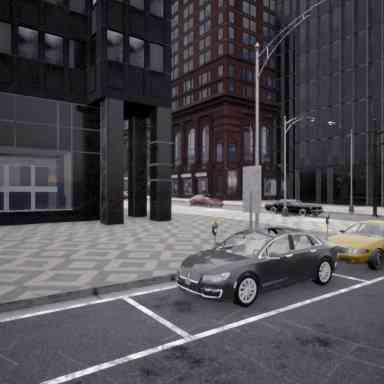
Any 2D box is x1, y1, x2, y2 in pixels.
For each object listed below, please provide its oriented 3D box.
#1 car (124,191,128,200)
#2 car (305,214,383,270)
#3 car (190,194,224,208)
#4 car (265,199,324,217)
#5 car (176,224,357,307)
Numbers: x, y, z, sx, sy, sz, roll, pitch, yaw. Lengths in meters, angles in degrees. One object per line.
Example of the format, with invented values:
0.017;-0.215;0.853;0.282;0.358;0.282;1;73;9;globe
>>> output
-11.056;0.581;54.548;1.882;1.535;5.008;0;1;-36;car
6.029;1.526;10.983;4.829;1.417;1.752;0;0;-36;car
1.532;1.003;37.055;1.812;1.442;4.674;0;2;-36;car
8.412;1.294;27.571;1.895;1.301;4.718;0;1;-36;car
1.688;1.551;7.869;4.403;1.369;2.008;0;0;-36;car
